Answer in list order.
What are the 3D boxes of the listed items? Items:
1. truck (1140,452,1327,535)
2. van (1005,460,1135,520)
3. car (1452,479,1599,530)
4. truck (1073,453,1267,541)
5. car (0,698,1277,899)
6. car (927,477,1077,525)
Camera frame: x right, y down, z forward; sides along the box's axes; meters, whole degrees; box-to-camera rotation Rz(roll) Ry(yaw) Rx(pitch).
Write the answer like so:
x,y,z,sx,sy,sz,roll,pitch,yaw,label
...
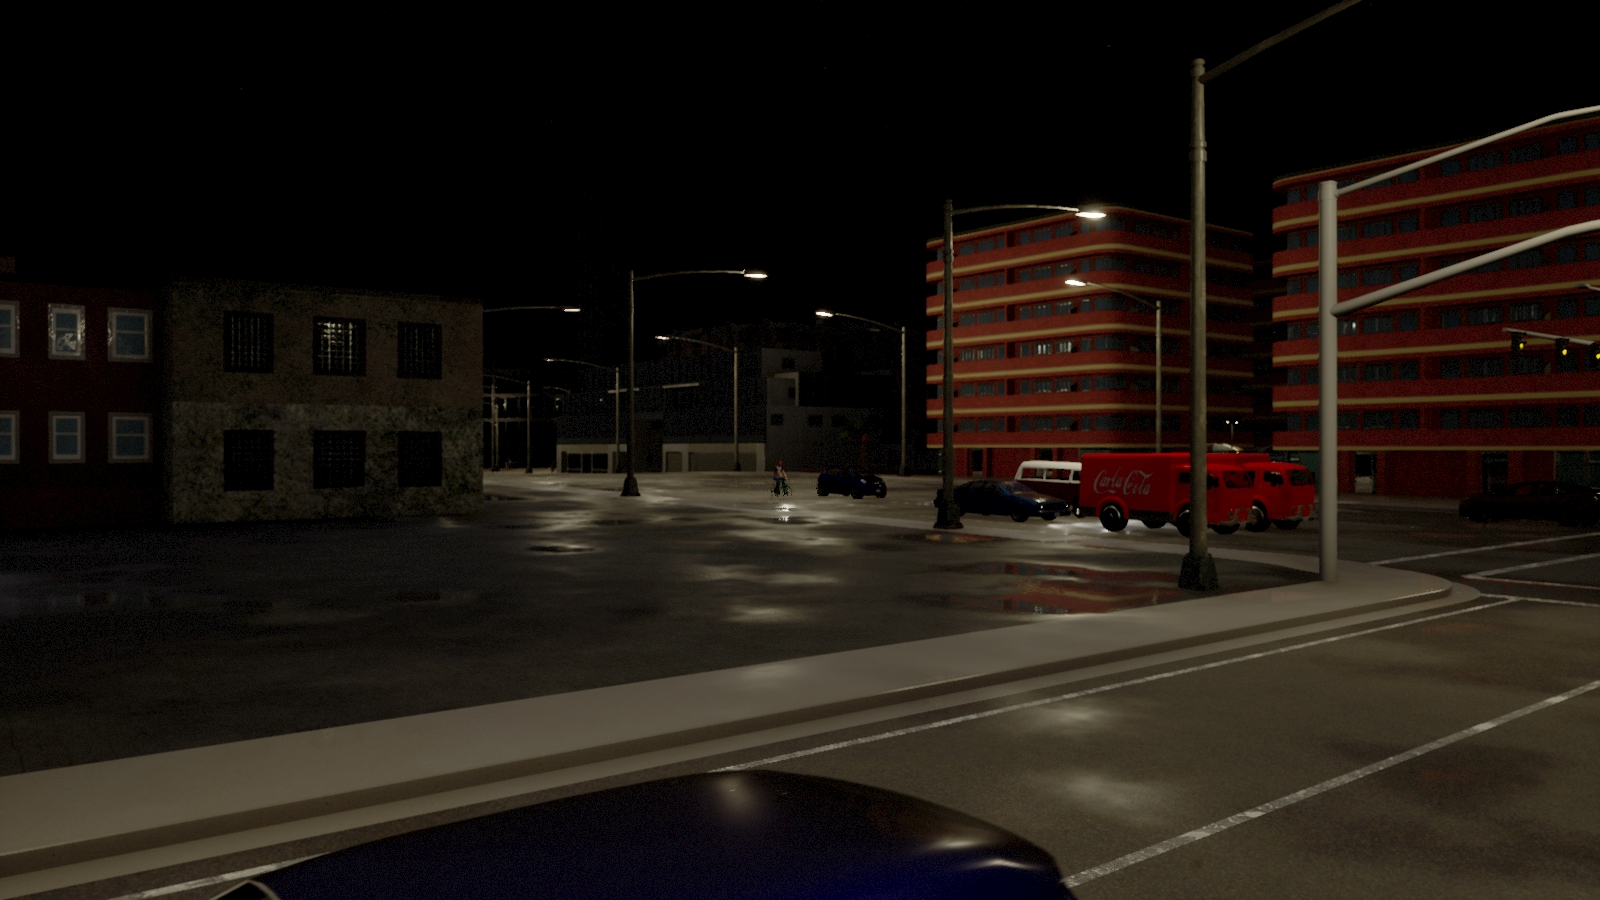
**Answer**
x,y,z,sx,sy,sz,roll,pitch,yaw,label
14.331,1.345,38.021,2.627,2.467,5.204,0,1,-37,truck
10.187,1.467,43.419,2.069,2.038,4.480,0,1,-37,van
25.821,1.855,40.248,2.007,1.525,4.514,0,1,-37,car
11.528,1.356,35.900,2.627,2.467,5.204,0,1,-38,truck
-1.074,1.963,2.868,4.611,1.667,2.242,0,0,-38,car
7.237,1.795,41.507,2.033,1.411,5.357,0,1,-38,car
